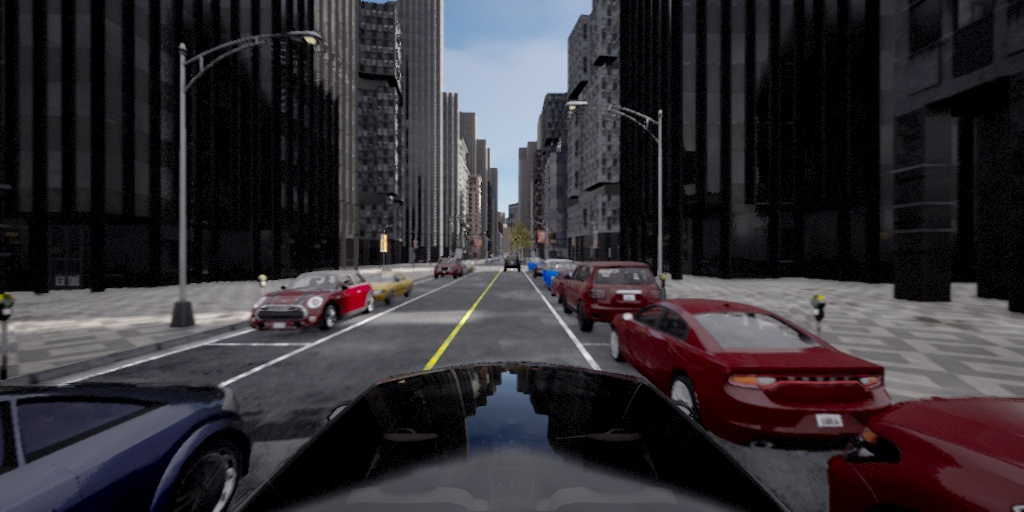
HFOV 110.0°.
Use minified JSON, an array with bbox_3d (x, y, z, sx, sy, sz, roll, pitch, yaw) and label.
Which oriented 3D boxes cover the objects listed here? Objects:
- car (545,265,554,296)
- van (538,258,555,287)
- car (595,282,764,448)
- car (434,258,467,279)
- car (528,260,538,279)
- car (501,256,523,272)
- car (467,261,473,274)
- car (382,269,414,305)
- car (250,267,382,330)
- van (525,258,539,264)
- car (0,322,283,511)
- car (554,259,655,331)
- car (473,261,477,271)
[{"bbox_3d":[2.770,1.297,16.374,1.888,1.381,4.507,0,0,0],"label":"car"},{"bbox_3d":[2.773,1.093,21.887,1.690,1.789,3.998,0,0,0],"label":"van"},{"bbox_3d":[2.763,1.296,5.349,1.888,1.381,4.507,0,0,0],"label":"car"},{"bbox_3d":[-5.746,1.068,32.914,2.192,1.841,5.009,0,0,0],"label":"car"},{"bbox_3d":[2.779,1.320,32.912,1.948,1.339,4.313,0,0,0],"label":"car"},{"bbox_3d":[0.048,0.981,47.244,2.150,2.045,5.566,0,0,0],"label":"car"},{"bbox_3d":[-5.743,1.304,38.427,2.007,1.370,4.403,0,0,0],"label":"car"},{"bbox_3d":[-5.755,1.276,16.204,1.751,1.417,4.829,0,0,0],"label":"car"},{"bbox_3d":[-5.759,1.190,10.861,1.967,1.591,4.097,0,0,0],"label":"car"},{"bbox_3d":[2.786,1.097,43.937,1.690,1.789,3.998,0,0,0],"label":"van"},{"bbox_3d":[-3.091,1.314,1.146,1.994,1.385,4.181,0,0,0],"label":"car"},{"bbox_3d":[2.767,1.066,10.862,2.192,1.841,5.009,0,0,0],"label":"car"},{"bbox_3d":[-5.740,1.280,43.770,1.751,1.417,4.829,0,0,0],"label":"car"}]
